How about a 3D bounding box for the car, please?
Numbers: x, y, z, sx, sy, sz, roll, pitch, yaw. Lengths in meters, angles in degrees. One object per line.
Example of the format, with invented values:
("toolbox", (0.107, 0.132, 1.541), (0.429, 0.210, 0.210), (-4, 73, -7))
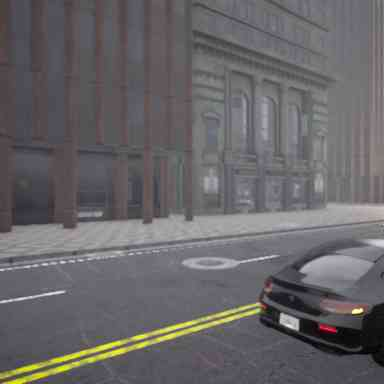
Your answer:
("car", (3.145, 1.524, 5.666), (4.674, 1.442, 1.812), (0, 0, -35))
